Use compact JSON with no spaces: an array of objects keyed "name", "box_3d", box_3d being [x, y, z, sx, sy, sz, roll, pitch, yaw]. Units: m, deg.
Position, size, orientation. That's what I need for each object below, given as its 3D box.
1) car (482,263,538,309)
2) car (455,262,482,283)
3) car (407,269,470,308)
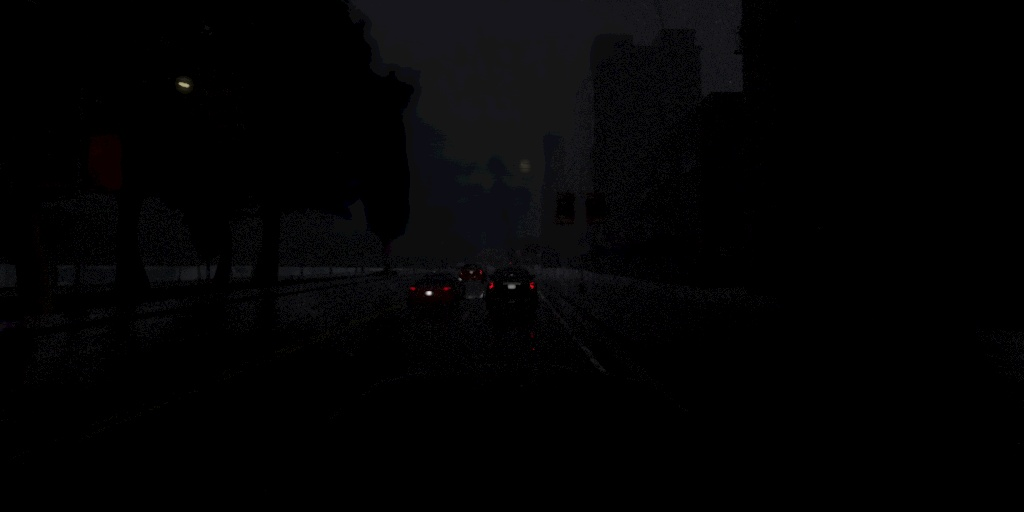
[{"name":"car","box_3d":[-0.008,1.236,15.941,2.097,1.767,4.553,0,-1,0]},{"name":"car","box_3d":[-3.270,1.386,30.938,2.097,1.767,4.553,0,-1,0]},{"name":"car","box_3d":[-3.256,1.452,16.110,1.994,1.385,4.181,0,-1,0]}]
